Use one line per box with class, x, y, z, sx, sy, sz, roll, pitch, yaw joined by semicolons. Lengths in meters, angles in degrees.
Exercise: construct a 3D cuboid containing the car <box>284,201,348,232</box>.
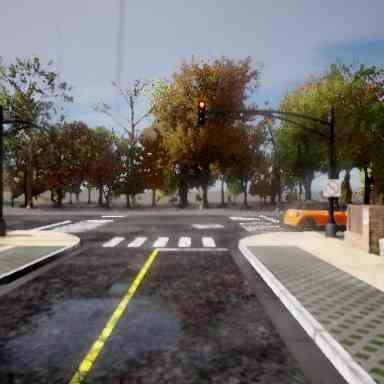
car;7.990;1.360;19.889;4.553;1.767;2.097;0;0;-6
